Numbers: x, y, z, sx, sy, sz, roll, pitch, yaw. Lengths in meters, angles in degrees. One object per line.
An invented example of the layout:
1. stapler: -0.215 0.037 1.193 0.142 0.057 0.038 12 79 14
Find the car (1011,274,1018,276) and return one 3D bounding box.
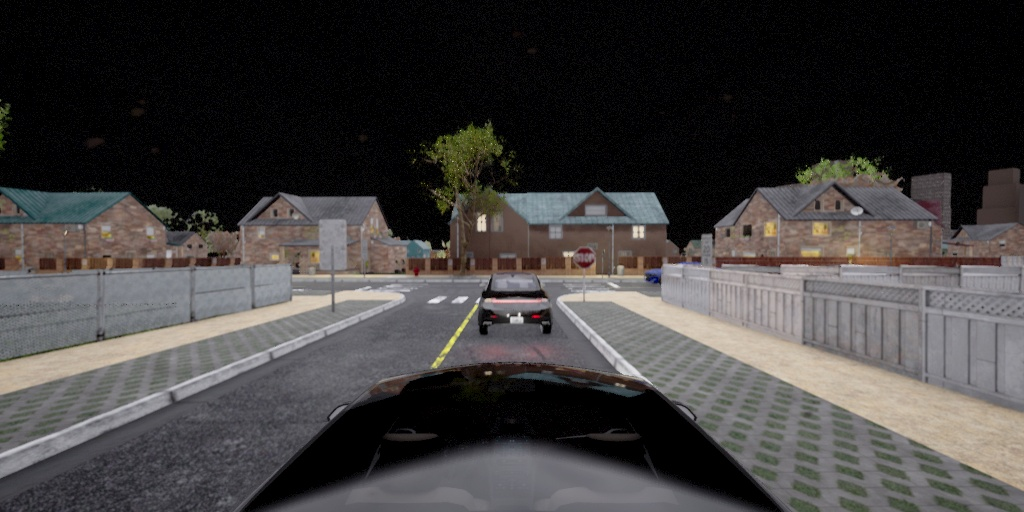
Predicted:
1. car: 35.478 1.204 23.481 4.674 1.442 1.812 0 2 -9

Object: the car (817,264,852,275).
1. car: 18.866 1.213 20.295 5.008 1.535 1.882 0 2 3

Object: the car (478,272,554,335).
1. car: 0.033 1.222 10.459 2.128 1.511 4.902 0 0 -2

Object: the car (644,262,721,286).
1. car: 11.236 1.139 23.408 5.008 1.535 1.882 0 1 1
